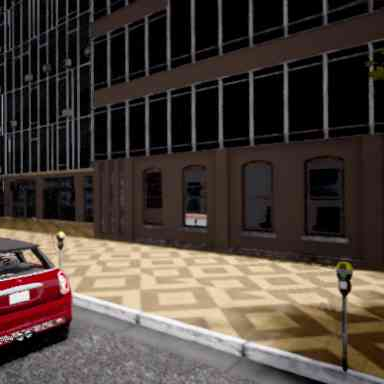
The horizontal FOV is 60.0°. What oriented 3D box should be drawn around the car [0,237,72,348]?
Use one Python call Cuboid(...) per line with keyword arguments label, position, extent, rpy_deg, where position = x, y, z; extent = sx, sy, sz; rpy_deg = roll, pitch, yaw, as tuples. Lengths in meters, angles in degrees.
Cuboid(label="car", position=(-3.937, 1.478, 5.682), extent=(4.097, 1.590, 1.967), rpy_deg=(0, 0, 35))
